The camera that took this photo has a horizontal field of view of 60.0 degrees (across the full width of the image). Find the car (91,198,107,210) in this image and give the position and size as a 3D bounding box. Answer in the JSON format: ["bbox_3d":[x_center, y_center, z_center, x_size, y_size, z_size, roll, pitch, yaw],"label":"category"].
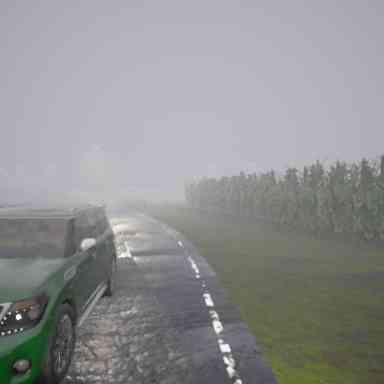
[{"bbox_3d":[-12.632,1.605,45.168,1.994,1.385,4.181,0,0,-16],"label":"car"}]

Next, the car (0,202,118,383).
[{"bbox_3d":[-2.692,1.254,5.689,2.150,2.045,5.566,0,0,-3],"label":"car"}]
